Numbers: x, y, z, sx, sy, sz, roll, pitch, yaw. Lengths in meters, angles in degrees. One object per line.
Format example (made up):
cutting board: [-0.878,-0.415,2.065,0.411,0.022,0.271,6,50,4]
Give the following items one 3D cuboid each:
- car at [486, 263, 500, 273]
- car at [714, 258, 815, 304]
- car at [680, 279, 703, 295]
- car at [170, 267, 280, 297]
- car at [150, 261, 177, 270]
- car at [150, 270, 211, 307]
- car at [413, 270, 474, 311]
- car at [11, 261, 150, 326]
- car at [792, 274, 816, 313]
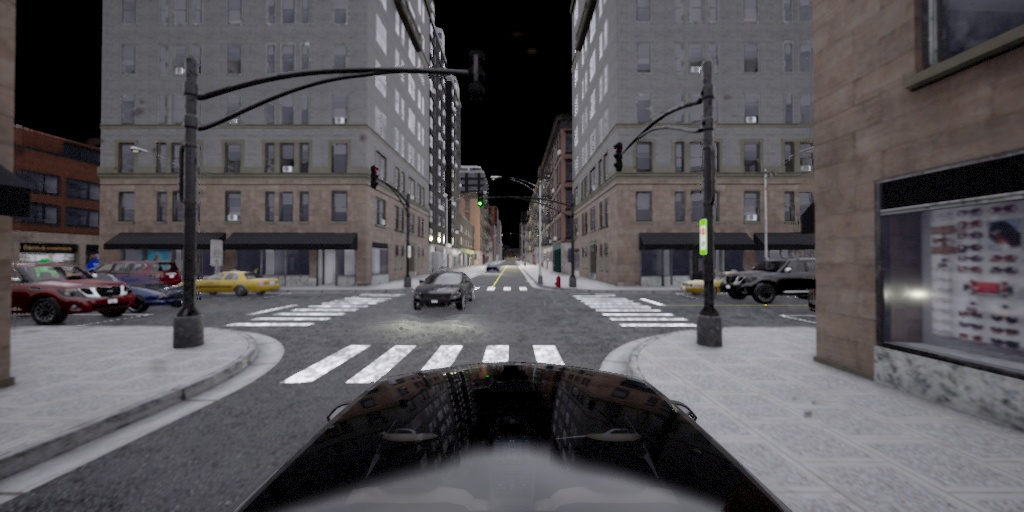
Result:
car: [-2.713,1.693,51.057,1.895,1.301,4.718,0,0,0]
car: [12.851,1.099,16.733,5.566,2.045,2.150,0,-1,0]
car: [11.646,1.431,19.260,4.829,1.417,1.751,0,0,0]
car: [-15.237,1.406,19.319,4.829,1.417,1.751,0,0,0]
car: [-20.746,1.190,19.331,5.009,1.841,2.192,0,0,0]
car: [-15.276,1.365,13.840,5.357,1.411,2.033,0,-1,0]
car: [-2.741,1.357,15.199,1.882,1.535,5.008,0,-1,0]
car: [-15.093,1.104,11.294,5.009,1.841,2.192,0,0,0]
car: [11.790,1.379,11.235,4.313,1.339,1.948,0,0,0]
